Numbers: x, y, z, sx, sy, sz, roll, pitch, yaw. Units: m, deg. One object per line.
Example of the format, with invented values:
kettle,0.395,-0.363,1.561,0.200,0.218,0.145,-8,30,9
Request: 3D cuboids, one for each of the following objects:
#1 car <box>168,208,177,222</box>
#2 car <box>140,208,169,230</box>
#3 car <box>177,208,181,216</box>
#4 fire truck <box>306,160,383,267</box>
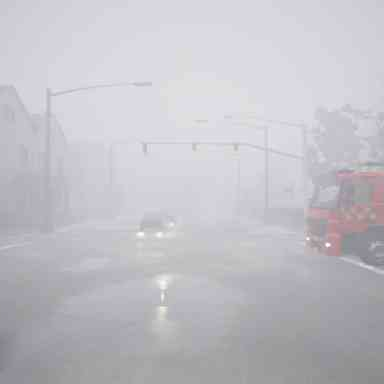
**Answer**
car,-3.286,2.776,41.002,2.097,1.767,4.553,0,-2,1
car,-3.377,2.493,29.403,1.882,1.535,5.008,0,-2,1
car,-3.066,3.675,61.792,1.812,1.442,4.674,0,-2,1
fire truck,9.048,0.758,12.892,8.468,3.827,2.891,0,-2,1
